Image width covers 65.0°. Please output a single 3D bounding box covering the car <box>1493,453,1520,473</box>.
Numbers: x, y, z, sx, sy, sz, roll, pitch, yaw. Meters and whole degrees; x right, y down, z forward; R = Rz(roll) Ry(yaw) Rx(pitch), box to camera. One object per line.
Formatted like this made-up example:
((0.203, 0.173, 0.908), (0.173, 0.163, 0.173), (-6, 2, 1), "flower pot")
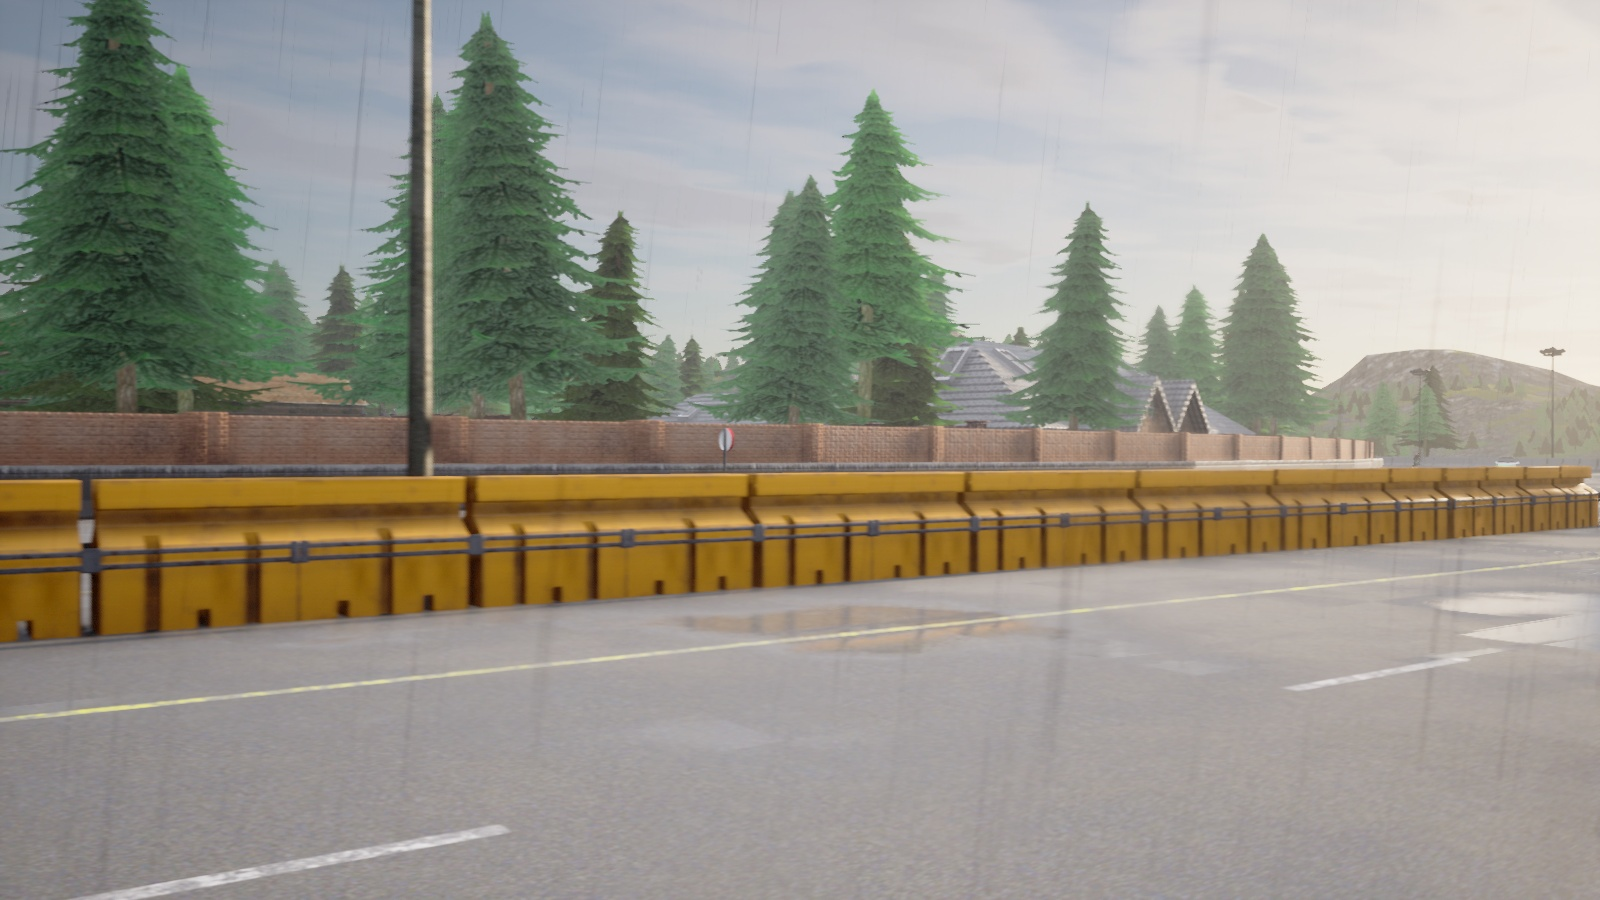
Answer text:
((48.627, 0.909, 86.464), (1.481, 1.376, 2.207), (0, 0, 26), "car")
